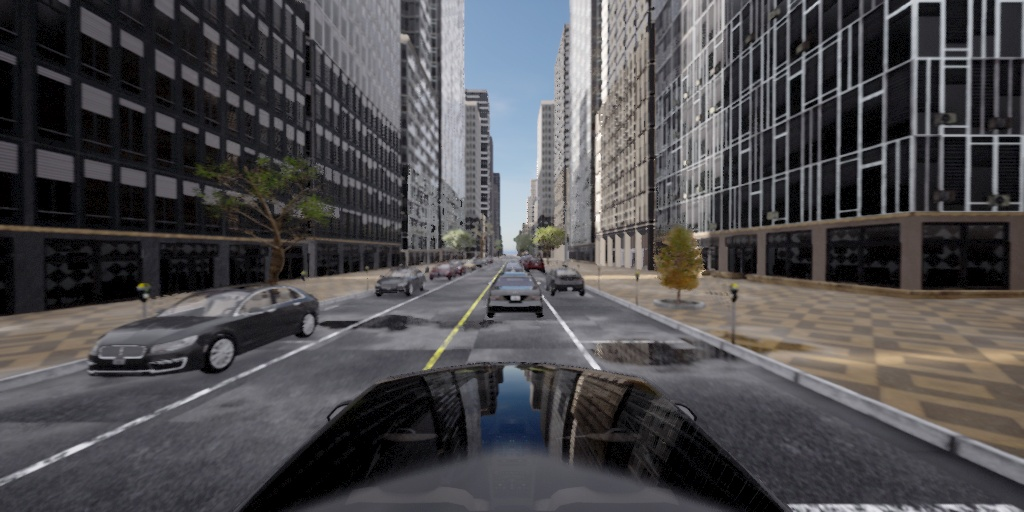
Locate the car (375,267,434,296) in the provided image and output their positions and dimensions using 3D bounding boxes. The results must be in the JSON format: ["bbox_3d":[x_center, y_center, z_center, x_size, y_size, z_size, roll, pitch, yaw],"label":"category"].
[{"bbox_3d":[-5.696,1.270,18.750,2.007,1.370,4.403,0,0,0],"label":"car"}]

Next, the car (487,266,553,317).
[{"bbox_3d":[0.098,1.277,13.048,2.033,1.411,5.357,0,0,0],"label":"car"}]

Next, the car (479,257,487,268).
[{"bbox_3d":[-5.708,1.211,58.536,1.948,1.339,4.313,0,0,0],"label":"car"}]

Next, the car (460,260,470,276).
[{"bbox_3d":[-5.701,1.128,35.801,1.967,1.591,4.097,0,0,0],"label":"car"}]

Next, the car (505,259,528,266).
[{"bbox_3d":[0.093,1.243,31.762,2.033,1.411,5.357,0,0,0],"label":"car"}]

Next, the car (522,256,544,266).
[{"bbox_3d":[2.678,0.992,41.487,2.192,1.841,5.009,0,0,0],"label":"car"}]

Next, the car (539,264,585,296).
[{"bbox_3d":[2.684,1.270,18.752,2.007,1.370,4.403,0,0,0],"label":"car"}]

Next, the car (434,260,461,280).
[{"bbox_3d":[-5.700,1.280,30.117,1.802,1.307,4.207,0,0,0],"label":"car"}]

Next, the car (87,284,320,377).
[{"bbox_3d":[-5.693,1.290,7.383,2.007,1.370,4.403,0,0,0],"label":"car"}]

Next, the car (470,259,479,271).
[{"bbox_3d":[-5.704,1.192,46.999,1.751,1.417,4.829,0,0,0],"label":"car"}]

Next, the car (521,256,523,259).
[{"bbox_3d":[2.676,0.982,47.172,2.192,1.841,5.009,0,0,0],"label":"car"}]
